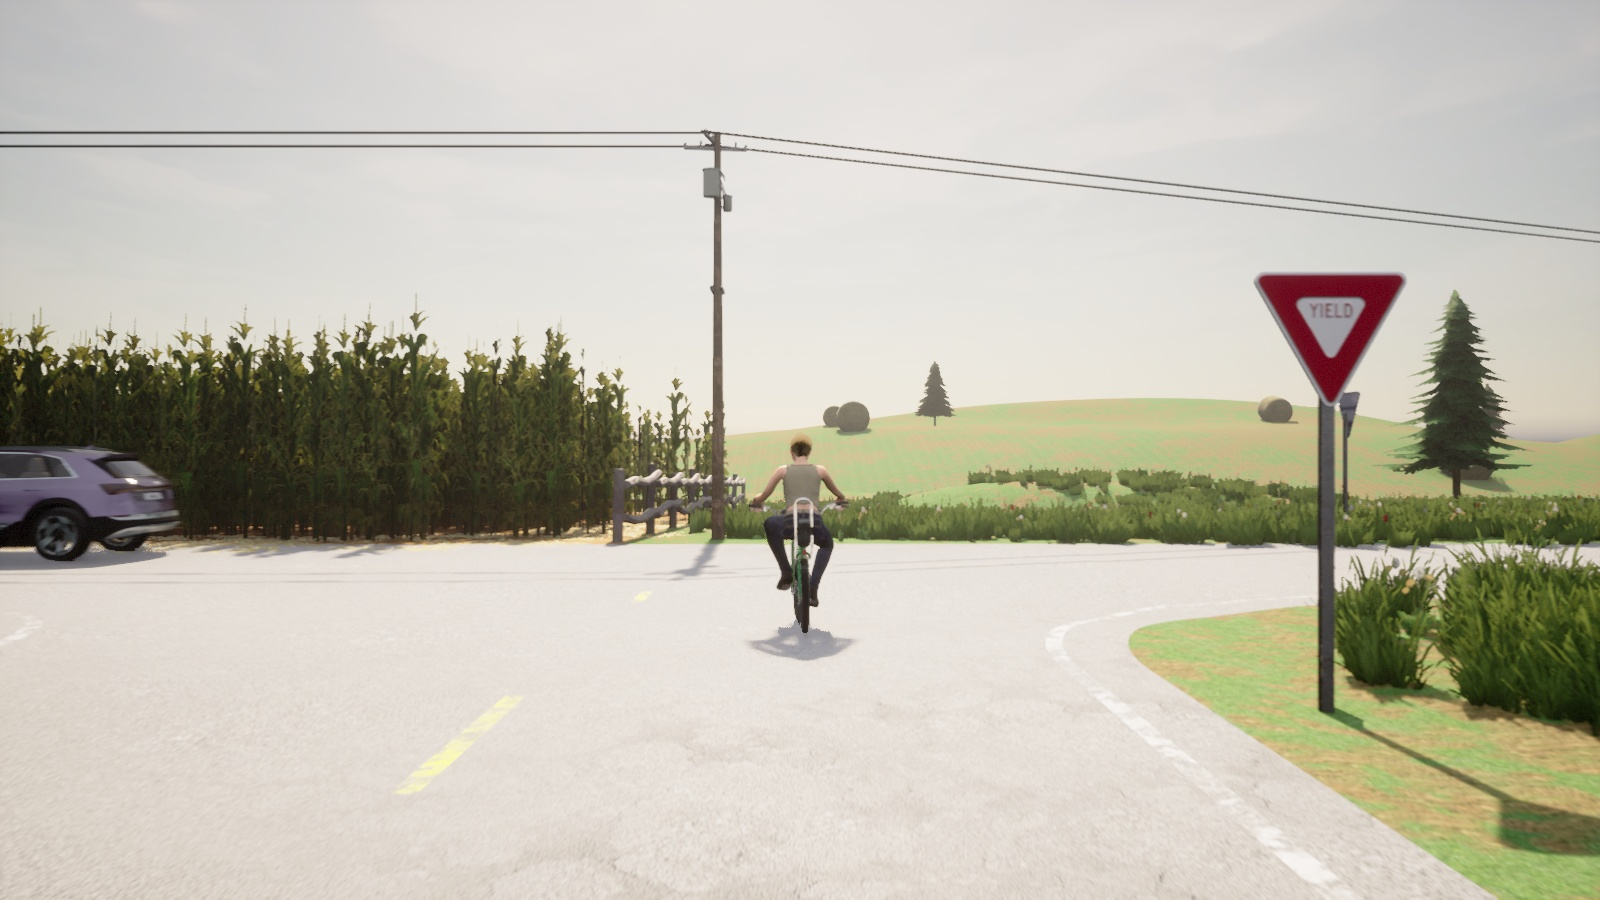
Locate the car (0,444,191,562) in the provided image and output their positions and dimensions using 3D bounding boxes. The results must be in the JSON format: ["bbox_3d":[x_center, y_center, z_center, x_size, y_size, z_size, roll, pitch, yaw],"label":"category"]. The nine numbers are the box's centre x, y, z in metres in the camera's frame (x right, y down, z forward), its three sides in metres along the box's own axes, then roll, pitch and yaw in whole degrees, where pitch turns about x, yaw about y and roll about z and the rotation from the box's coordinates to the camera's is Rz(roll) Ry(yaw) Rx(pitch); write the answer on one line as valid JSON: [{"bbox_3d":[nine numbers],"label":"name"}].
[{"bbox_3d":[-11.864,0.732,18.442,4.856,1.649,2.033,0,0,0],"label":"car"}]

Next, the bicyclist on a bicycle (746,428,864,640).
[{"bbox_3d":[0.006,0.669,10.374,0.866,1.612,1.509,0,-2,-3],"label":"bicyclist on a bicycle"}]
